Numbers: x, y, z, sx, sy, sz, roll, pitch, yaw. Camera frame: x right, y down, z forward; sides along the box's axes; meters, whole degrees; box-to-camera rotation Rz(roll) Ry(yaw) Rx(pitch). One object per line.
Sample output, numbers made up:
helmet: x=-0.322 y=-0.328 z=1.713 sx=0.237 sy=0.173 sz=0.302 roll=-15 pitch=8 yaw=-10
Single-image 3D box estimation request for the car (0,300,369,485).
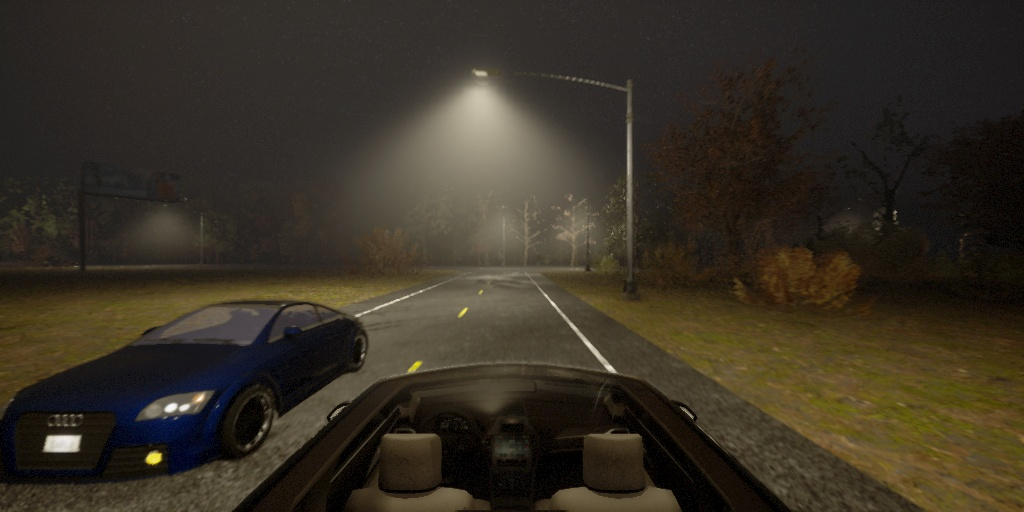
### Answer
car: x=-3.600 y=1.321 z=4.864 sx=1.994 sy=1.385 sz=4.181 roll=0 pitch=0 yaw=0
